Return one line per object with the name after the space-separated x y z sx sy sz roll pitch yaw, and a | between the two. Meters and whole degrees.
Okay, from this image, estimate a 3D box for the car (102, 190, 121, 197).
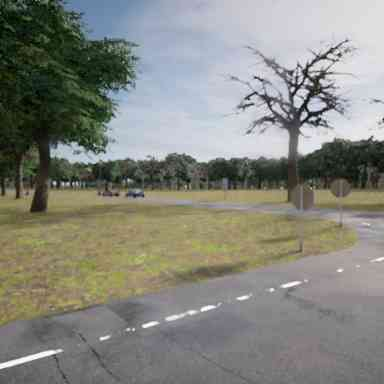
-15.209 0.249 62.340 2.033 1.411 5.357 1 0 -36 | car

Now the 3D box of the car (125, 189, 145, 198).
-9.234 0.273 54.160 1.812 1.442 4.674 1 0 -35 | car
